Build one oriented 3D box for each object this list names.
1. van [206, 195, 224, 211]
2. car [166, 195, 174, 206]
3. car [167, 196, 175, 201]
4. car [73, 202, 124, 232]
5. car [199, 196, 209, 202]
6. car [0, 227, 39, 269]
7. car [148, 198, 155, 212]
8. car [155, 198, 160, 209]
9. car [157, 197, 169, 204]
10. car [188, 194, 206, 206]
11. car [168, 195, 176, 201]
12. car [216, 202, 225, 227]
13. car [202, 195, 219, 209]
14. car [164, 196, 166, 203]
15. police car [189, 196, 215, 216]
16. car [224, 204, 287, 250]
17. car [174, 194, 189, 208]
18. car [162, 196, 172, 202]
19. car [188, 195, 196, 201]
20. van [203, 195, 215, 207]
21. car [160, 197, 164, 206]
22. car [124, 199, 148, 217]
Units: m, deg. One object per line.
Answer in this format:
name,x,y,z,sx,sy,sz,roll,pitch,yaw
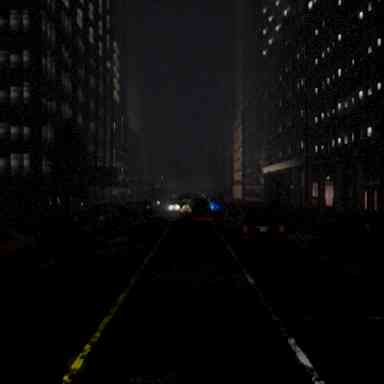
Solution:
van,2.695,1.384,37.136,1.690,1.788,3.998,-1,0,0
car,-3.034,1.559,57.879,2.128,1.511,4.902,0,0,1
car,-5.664,1.683,88.292,1.802,1.307,4.206,-1,0,0
car,-5.691,1.463,20.089,1.967,1.590,4.097,-1,0,0
car,2.712,1.640,76.921,2.008,1.369,4.403,-1,0,0
car,-5.694,1.535,8.551,1.752,1.417,4.829,-1,0,0
car,-5.683,1.609,37.139,1.947,1.339,4.313,-1,0,0
car,-5.681,1.595,42.823,1.887,1.381,4.507,-1,0,0
car,-5.673,1.627,65.557,2.008,1.369,4.403,-1,0,0
car,0.915,1.401,42.454,2.097,1.767,4.553,0,0,0
car,-5.663,1.548,93.975,1.967,1.590,4.097,-1,0,0
car,2.691,1.549,20.255,1.752,1.417,4.829,-1,0,0
car,2.699,1.372,48.503,2.192,1.841,5.009,-1,0,0
car,-5.677,1.645,54.190,1.802,1.307,4.206,-1,0,0
police car,0.912,1.463,32.593,1.930,1.638,5.238,0,0,0
car,2.687,1.457,14.402,1.967,1.590,4.097,-1,0,0
car,-0.124,1.277,48.868,2.150,2.045,5.566,-1,0,24
car,-5.668,1.640,76.924,2.008,1.369,4.403,-1,0,0
car,0.032,1.511,83.493,2.128,1.511,4.902,0,0,0
van,2.702,1.404,54.187,1.690,1.788,3.998,-1,0,0
car,-5.680,1.607,48.506,2.008,1.369,4.403,-1,0,0
car,-5.686,1.587,31.455,2.008,1.369,4.403,-1,0,0
